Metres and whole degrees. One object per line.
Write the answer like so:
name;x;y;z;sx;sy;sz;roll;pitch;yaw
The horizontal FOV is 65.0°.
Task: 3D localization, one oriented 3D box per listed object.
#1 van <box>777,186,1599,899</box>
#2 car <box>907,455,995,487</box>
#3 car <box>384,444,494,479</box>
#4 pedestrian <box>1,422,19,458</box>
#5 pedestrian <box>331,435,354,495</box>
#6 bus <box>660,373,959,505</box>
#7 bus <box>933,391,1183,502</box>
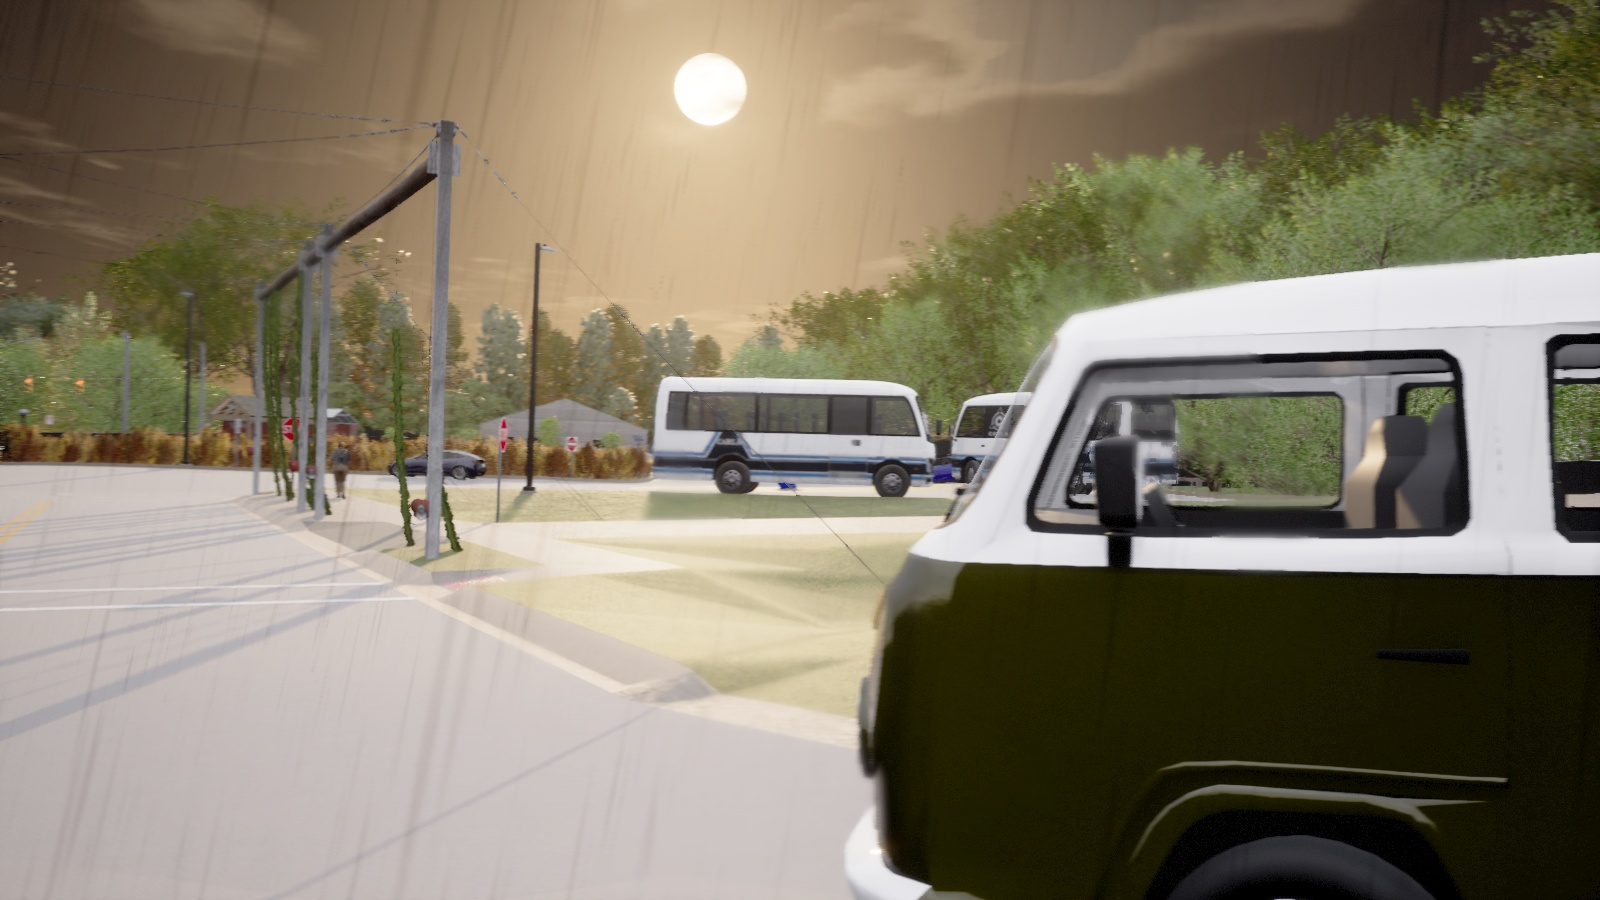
van;2.386;0.539;3.150;4.480;2.038;2.069;0;-1;15
car;8.257;1.172;68.855;2.007;1.525;4.514;1;-4;-43
car;-18.018;0.568;62.755;4.792;1.488;2.163;3;1;3
pedestrian;-42.385;-0.530;67.372;0.692;1.930;0.395;3;1;-3
pedestrian;-14.384;0.476;39.475;0.540;1.848;0.694;2;1;-28
bus;0.482;-0.417;45.474;10.273;4.253;3.944;2;1;6
bus;10.646;-0.235;53.300;3.944;4.253;10.273;0;1;-37
